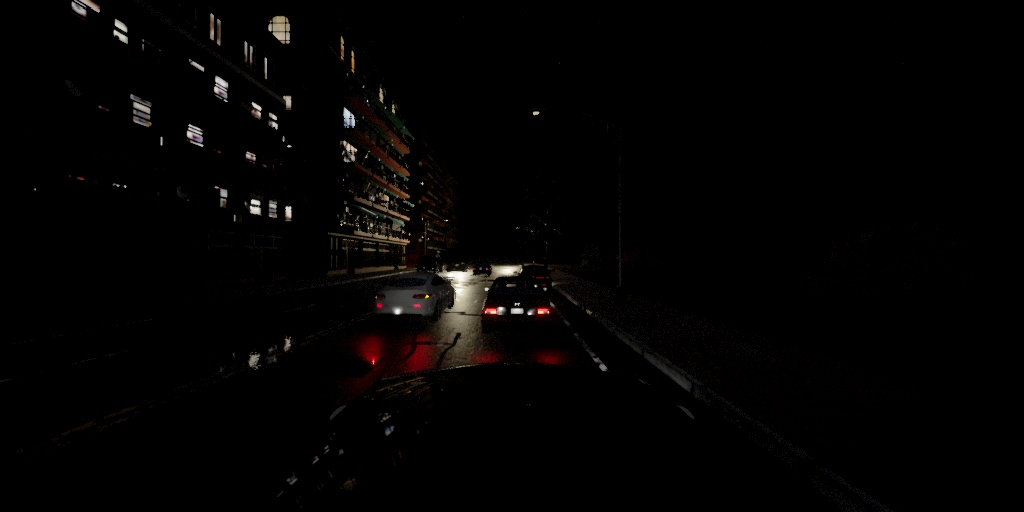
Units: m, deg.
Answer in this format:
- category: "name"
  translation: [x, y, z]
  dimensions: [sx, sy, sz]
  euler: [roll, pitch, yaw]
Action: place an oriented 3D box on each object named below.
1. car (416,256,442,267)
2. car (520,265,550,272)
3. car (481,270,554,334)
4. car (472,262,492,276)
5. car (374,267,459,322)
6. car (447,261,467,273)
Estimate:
- category: "car"
  translation: [-9.773, 0.978, 42.723]
  dimensions: [2.150, 2.045, 5.566]
  euler: [0, 0, 0]
- category: "car"
  translation: [1.172, 1.260, 20.334]
  dimensions: [1.837, 1.490, 4.892]
  euler: [0, 0, 0]
- category: "car"
  translation: [0.118, 1.300, 10.646]
  dimensions: [2.033, 1.411, 5.357]
  euler: [0, 0, 0]
- category: "car"
  translation: [-3.087, 1.304, 37.780]
  dimensions: [2.033, 1.411, 5.357]
  euler: [0, 0, 0]
- category: "car"
  translation: [-3.133, 1.278, 12.145]
  dimensions: [1.812, 1.442, 4.674]
  euler: [0, 0, 0]
- category: "car"
  translation: [-6.523, 1.320, 42.522]
  dimensions: [1.994, 1.385, 4.181]
  euler: [0, 0, 0]
